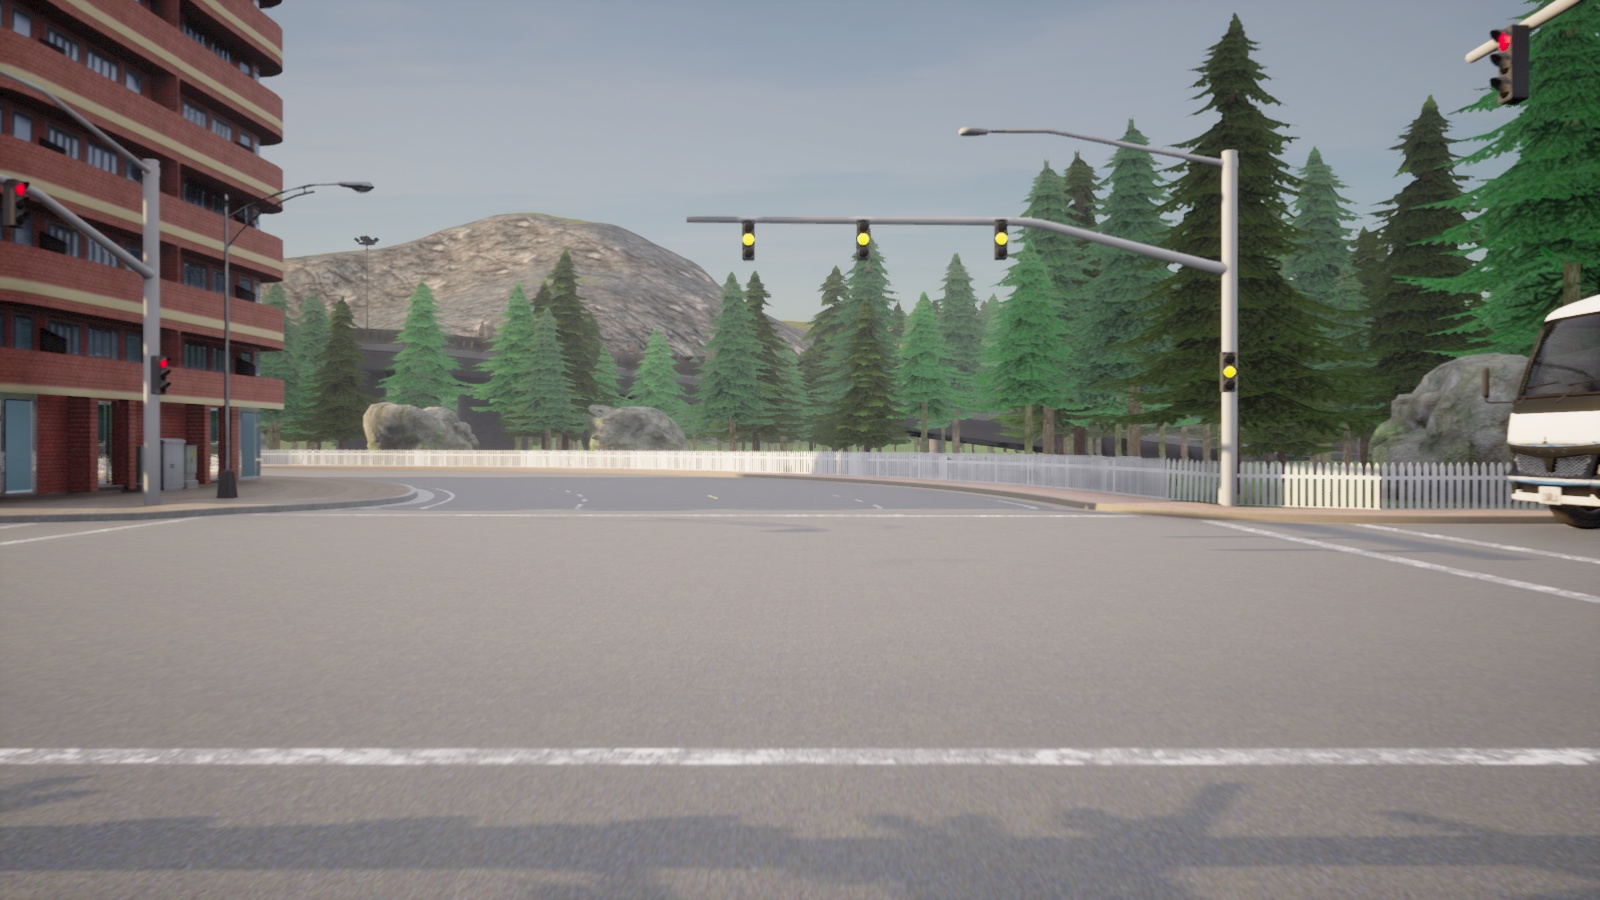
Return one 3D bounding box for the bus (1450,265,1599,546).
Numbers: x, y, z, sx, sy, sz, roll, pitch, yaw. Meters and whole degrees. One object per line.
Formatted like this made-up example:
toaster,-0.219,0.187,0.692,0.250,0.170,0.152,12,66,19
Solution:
bus,16.995,-0.679,20.913,10.273,4.253,3.944,0,0,1
